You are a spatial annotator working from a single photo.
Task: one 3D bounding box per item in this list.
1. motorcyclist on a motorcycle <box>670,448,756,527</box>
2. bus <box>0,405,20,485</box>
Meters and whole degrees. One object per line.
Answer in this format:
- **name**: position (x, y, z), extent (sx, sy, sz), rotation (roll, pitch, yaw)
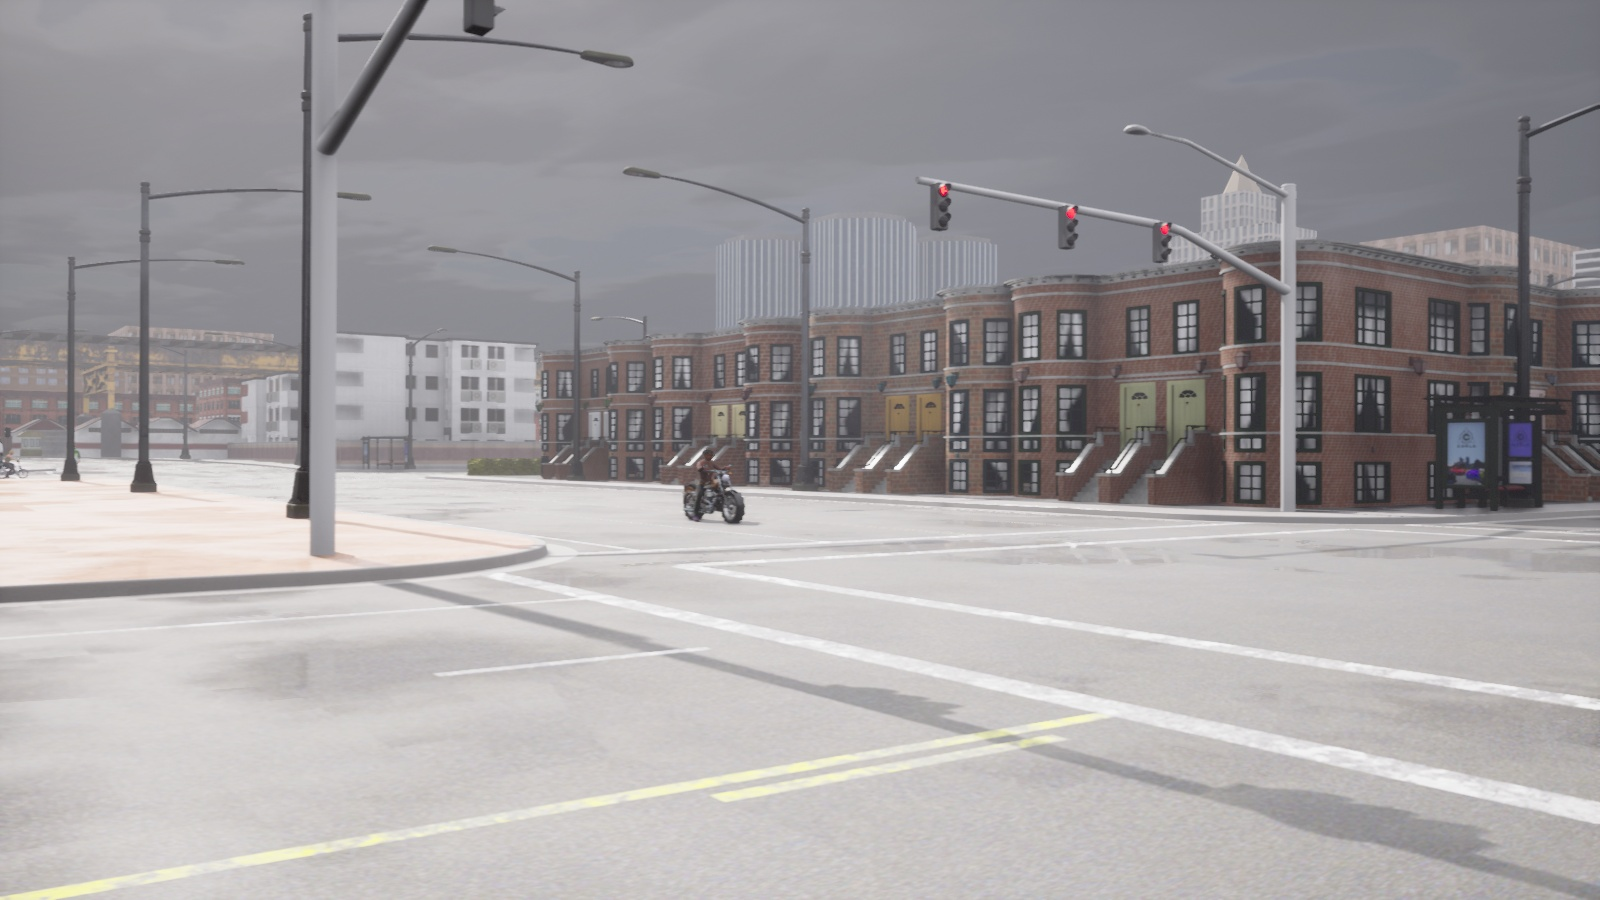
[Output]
- **motorcyclist on a motorcycle**: position (-1.926, 0.790, 27.505), extent (0.766, 1.649, 2.350), rotation (0, 0, -35)
- **bus**: position (-46.698, -0.266, 65.203), extent (10.273, 4.253, 3.944), rotation (0, 0, -36)
